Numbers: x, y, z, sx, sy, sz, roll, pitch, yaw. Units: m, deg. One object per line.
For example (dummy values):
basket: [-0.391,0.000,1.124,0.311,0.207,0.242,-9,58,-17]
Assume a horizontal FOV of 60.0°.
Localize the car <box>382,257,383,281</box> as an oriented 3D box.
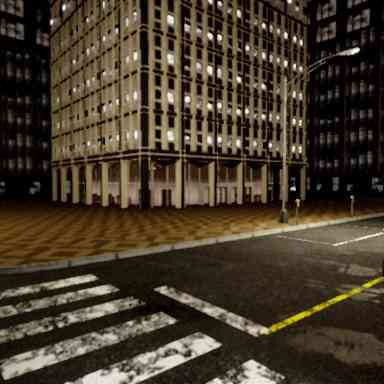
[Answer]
car: [5.804,1.286,7.072,4.902,1.511,2.128,-2,2,-40]
